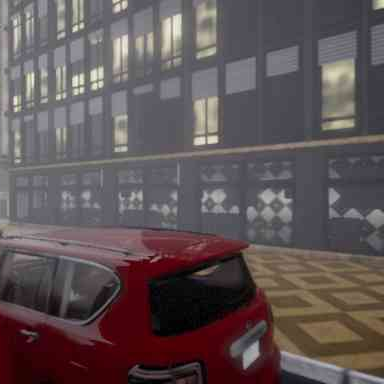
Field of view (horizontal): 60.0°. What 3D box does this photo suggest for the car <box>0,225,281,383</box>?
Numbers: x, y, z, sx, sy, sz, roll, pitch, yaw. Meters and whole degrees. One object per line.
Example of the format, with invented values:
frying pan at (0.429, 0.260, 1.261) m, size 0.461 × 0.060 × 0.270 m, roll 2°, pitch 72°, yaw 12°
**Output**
car at (-1.492, 1.346, 3.934) m, size 5.009 × 1.841 × 2.192 m, roll -1°, pitch 0°, yaw 36°
